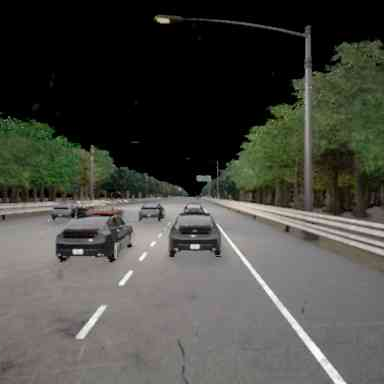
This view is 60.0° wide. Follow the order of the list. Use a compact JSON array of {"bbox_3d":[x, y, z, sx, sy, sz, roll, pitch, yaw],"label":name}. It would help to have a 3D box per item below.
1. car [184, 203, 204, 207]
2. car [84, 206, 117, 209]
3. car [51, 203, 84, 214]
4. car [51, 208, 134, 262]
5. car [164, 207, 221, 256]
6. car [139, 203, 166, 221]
[{"bbox_3d":[0.154,1.700,29.535,1.812,1.442,4.674,0,-1,0],"label":"car"},{"bbox_3d":[-6.857,1.750,26.899,1.895,1.301,4.718,0,-1,0],"label":"car"},{"bbox_3d":[-10.351,1.656,28.528,2.128,1.511,4.902,0,-1,0],"label":"car"},{"bbox_3d":[-3.393,1.549,12.340,1.837,1.490,4.892,0,0,0],"label":"car"},{"bbox_3d":[0.110,1.555,13.310,1.837,1.490,4.892,0,0,0],"label":"car"},{"bbox_3d":[-3.351,1.655,28.484,2.128,1.511,4.902,0,-1,0],"label":"car"}]
